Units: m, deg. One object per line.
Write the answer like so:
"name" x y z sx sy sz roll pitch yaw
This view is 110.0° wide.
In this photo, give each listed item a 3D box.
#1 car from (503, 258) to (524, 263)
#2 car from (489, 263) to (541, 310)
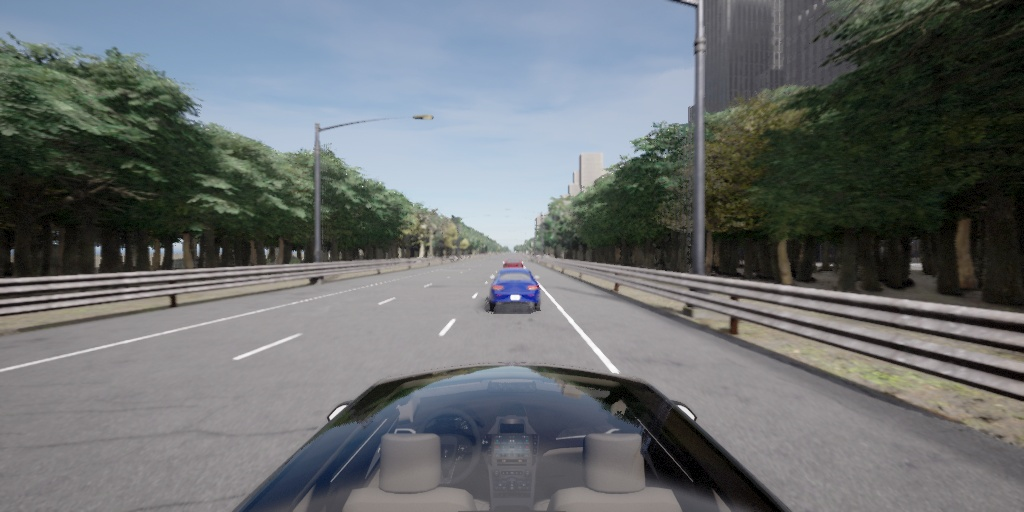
"car" 0.110 0.958 34.626 1.882 1.535 5.008 0 0 0
"car" 0.104 1.176 13.934 1.812 1.442 4.674 0 0 0
